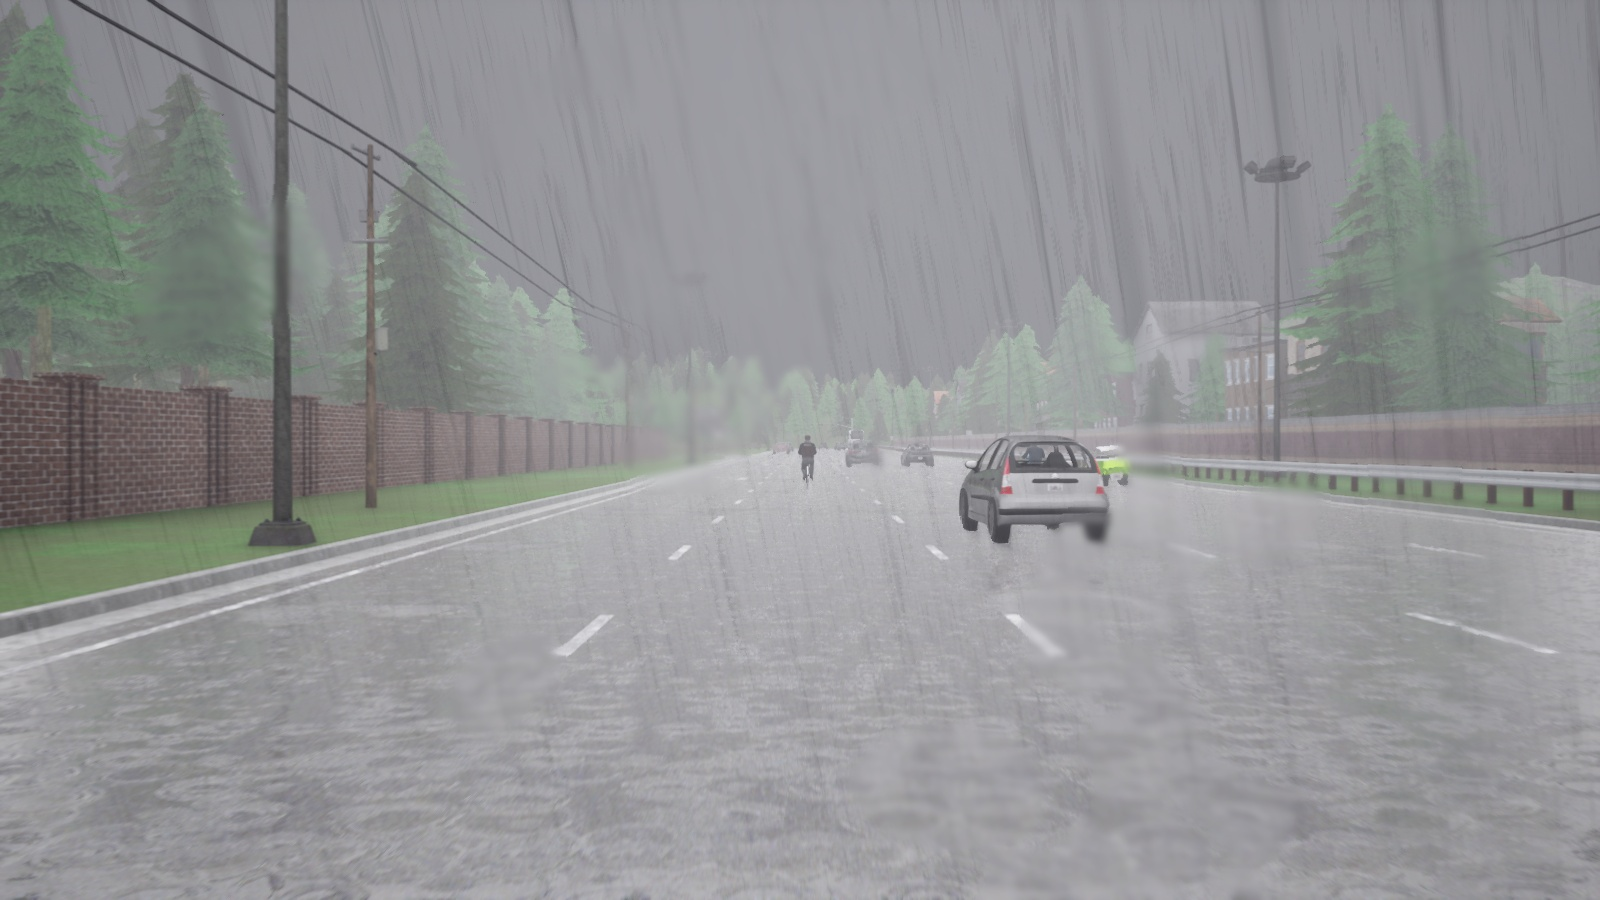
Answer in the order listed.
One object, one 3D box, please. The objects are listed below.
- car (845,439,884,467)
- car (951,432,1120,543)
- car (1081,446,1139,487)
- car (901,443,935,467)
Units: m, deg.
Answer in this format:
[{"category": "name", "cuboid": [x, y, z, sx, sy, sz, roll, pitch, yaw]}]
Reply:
[{"category": "car", "cuboid": [3.962, 0.153, 78.191, 2.242, 1.667, 4.611, 0, 0, 0]}, {"category": "car", "cuboid": [3.662, 0.534, 20.219, 1.851, 1.617, 3.988, 0, 0, -2]}, {"category": "car", "cuboid": [10.765, 0.564, 43.687, 1.481, 1.376, 2.207, 0, 1, 0]}, {"category": "car", "cuboid": [7.471, 0.316, 79.821, 1.816, 1.474, 4.193, 0, 0, 0]}]
